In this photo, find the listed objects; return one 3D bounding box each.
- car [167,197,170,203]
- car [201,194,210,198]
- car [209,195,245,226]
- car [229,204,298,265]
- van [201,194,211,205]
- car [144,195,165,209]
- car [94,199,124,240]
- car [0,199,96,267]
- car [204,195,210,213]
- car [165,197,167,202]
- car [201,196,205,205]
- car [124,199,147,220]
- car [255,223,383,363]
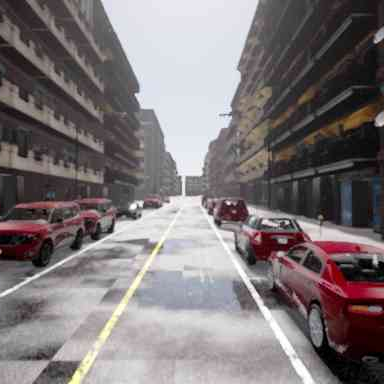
[{"bbox_3d":[-5.300,1.594,66.861,1.802,1.307,4.206,1,0,0],"label":"car"},{"bbox_3d":[2.553,1.305,55.744,2.192,1.841,5.009,1,0,0],"label":"car"},{"bbox_3d":[2.554,1.290,22.555,2.192,1.841,5.009,1,0,0],"label":"car"},{"bbox_3d":[2.593,1.425,11.494,1.967,1.590,4.097,1,0,0],"label":"car"},{"bbox_3d":[2.552,1.341,61.276,1.690,1.788,3.998,1,0,0],"label":"van"},{"bbox_3d":[-5.293,1.293,44.736,2.192,1.841,5.009,1,0,0],"label":"car"},{"bbox_3d":[-5.291,1.295,17.084,2.192,1.841,5.009,1,0,0],"label":"car"},{"bbox_3d":[-5.291,1.300,11.554,2.192,1.841,5.009,1,0,0],"label":"car"},{"bbox_3d":[2.551,1.413,33.619,1.967,1.590,4.097,1,0,0],"label":"car"},{"bbox_3d":[-5.298,1.528,50.268,1.887,1.381,4.507,1,0,0],"label":"car"},{"bbox_3d":[2.548,1.559,44.681,1.802,1.307,4.206,1,0,0],"label":"car"},{"bbox_3d":[-5.298,1.539,28.147,1.947,1.339,4.313,1,0,0],"label":"car"},{"bbox_3d":[2.584,1.536,5.962,1.887,1.381,4.507,1,0,0],"label":"car"}]
